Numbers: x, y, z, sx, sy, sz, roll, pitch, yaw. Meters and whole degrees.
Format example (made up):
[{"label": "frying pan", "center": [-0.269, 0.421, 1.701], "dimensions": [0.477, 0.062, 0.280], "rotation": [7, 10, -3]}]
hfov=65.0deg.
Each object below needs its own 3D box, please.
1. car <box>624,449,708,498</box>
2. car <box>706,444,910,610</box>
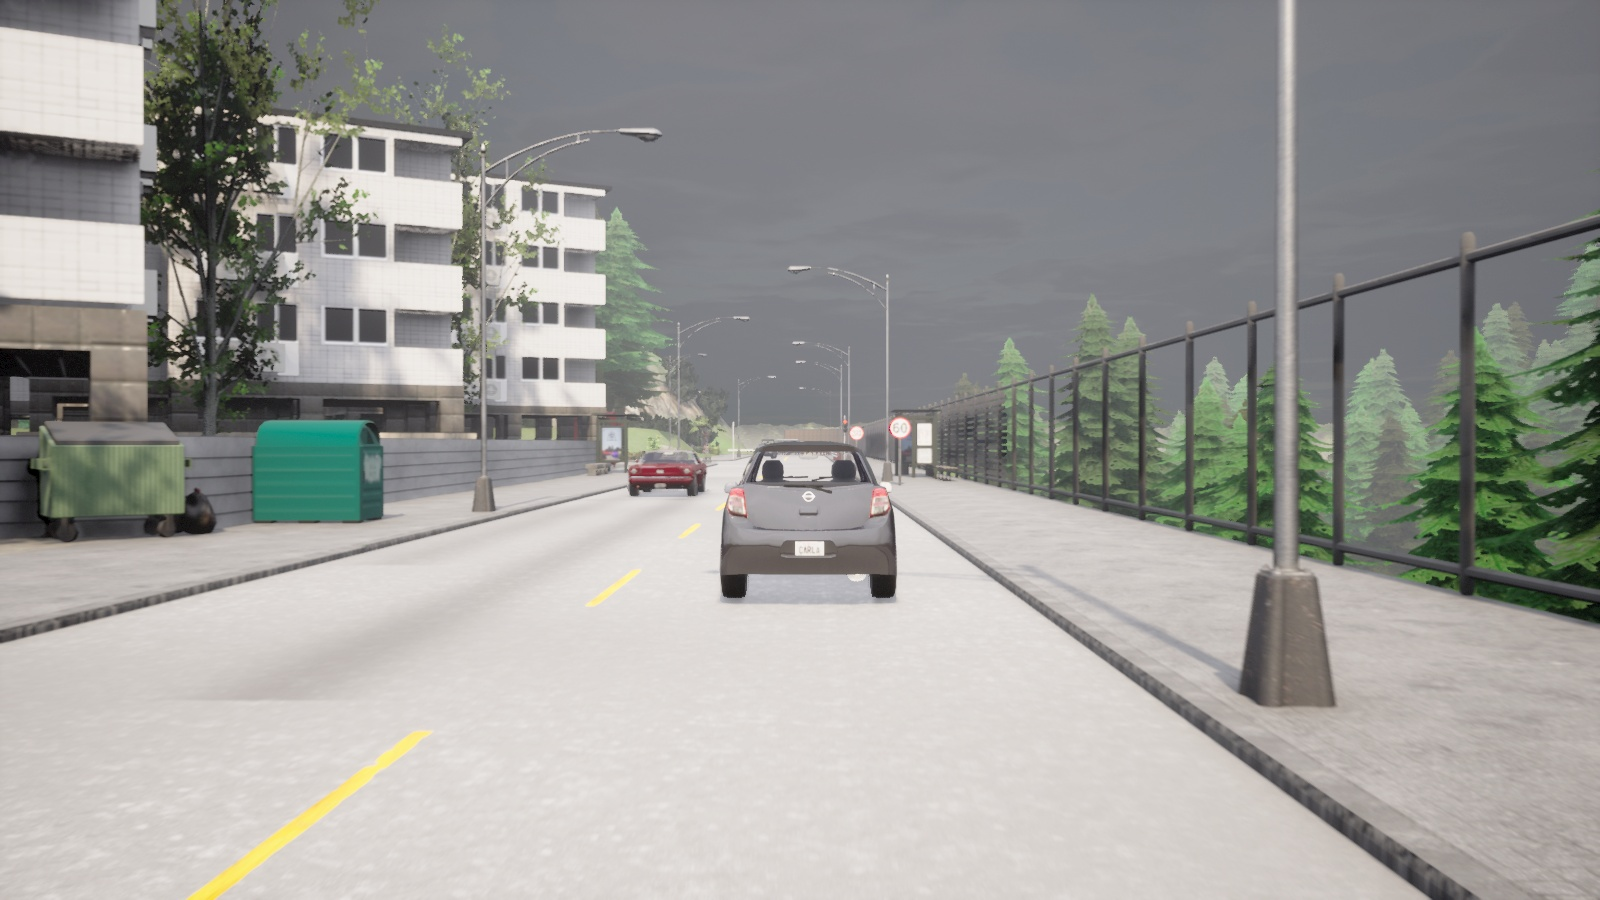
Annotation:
[{"label": "car", "center": [-3.791, 0.640, 36.171], "dimensions": [1.895, 1.301, 4.718], "rotation": [0, 0, 0]}, {"label": "car", "center": [0.085, 0.686, 13.191], "dimensions": [1.845, 1.501, 3.633], "rotation": [0, 0, 0]}]
